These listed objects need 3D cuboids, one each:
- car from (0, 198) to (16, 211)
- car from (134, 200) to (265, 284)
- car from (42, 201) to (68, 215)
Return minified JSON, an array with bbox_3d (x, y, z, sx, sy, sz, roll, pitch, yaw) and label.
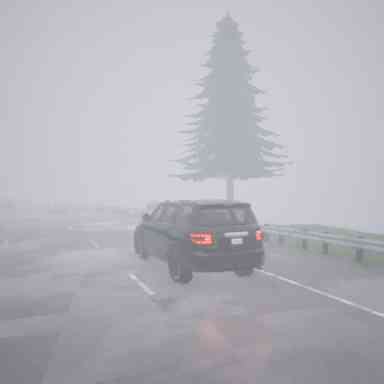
[{"bbox_3d":[-25.654,1.610,45.192,2.097,1.767,4.553,0,0,-42],"label":"car"},{"bbox_3d":[-0.094,1.250,10.105,2.150,2.045,5.566,0,0,-25],"label":"car"},{"bbox_3d":[-15.224,1.709,36.881,1.812,1.442,4.674,0,0,-35],"label":"car"}]
